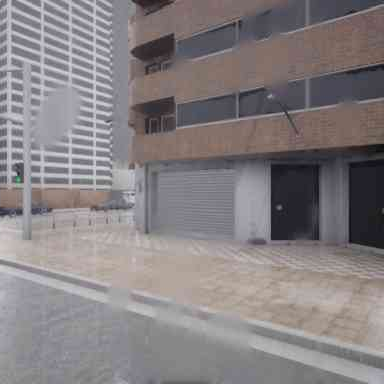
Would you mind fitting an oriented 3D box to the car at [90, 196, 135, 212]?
[{"bbox_3d":[-9.403,1.547,39.434,2.033,1.411,5.357,0,0,36],"label":"car"}]

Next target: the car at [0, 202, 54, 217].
[{"bbox_3d":[-15.559,1.601,30.977,1.895,1.301,4.718,0,0,36],"label":"car"}]
